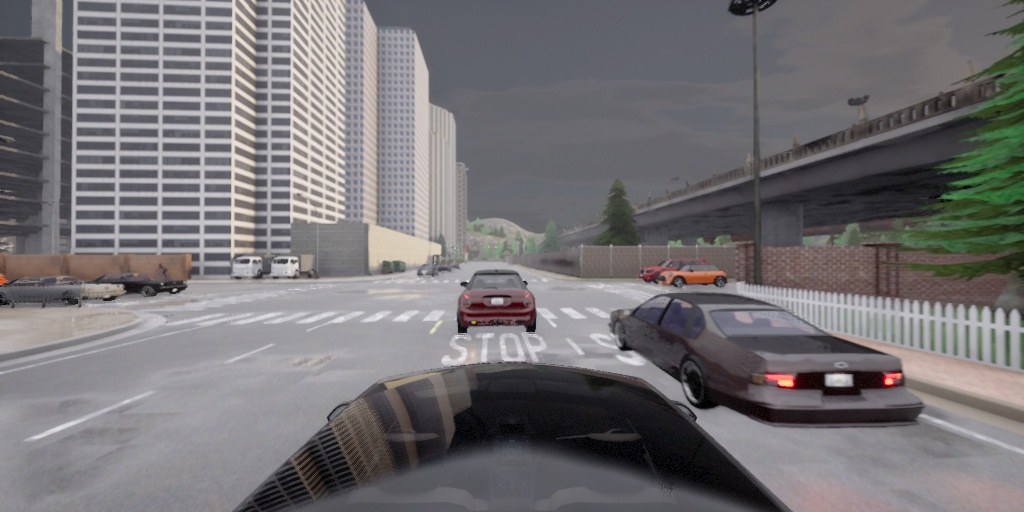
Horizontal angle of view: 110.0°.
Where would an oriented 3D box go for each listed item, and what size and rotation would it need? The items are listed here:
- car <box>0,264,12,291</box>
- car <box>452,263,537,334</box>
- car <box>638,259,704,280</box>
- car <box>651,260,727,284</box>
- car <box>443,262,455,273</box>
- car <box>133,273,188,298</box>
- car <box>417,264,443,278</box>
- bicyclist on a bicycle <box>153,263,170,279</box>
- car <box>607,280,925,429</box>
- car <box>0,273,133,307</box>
[{"bbox_3d":[-35.988,1.437,23.022,4.553,1.767,2.097,0,-1,-4],"label":"car"},{"bbox_3d":[-0.546,1.195,11.165,2.097,1.767,4.553,0,-1,-5],"label":"car"},{"bbox_3d":[13.343,1.252,29.580,5.566,2.045,2.150,0,-1,-4],"label":"car"},{"bbox_3d":[12.952,1.351,26.047,4.553,1.767,2.097,0,-1,-4],"label":"car"},{"bbox_3d":[-10.419,1.867,55.271,1.895,1.301,4.718,0,-1,-3],"label":"car"},{"bbox_3d":[-21.346,1.626,20.220,4.718,1.301,1.895,0,-1,-4],"label":"car"},{"bbox_3d":[-9.507,1.622,40.765,2.128,1.511,4.902,0,0,-4],"label":"car"},{"bbox_3d":[-30.904,1.453,31.637,0.582,1.620,1.656,0,0,-4],"label":"bicyclist on a bicycle"},{"bbox_3d":[3.251,1.331,6.153,2.033,1.411,5.357,0,-1,-2],"label":"car"},{"bbox_3d":[-21.252,1.593,16.719,4.718,1.301,1.895,0,-1,-4],"label":"car"}]
